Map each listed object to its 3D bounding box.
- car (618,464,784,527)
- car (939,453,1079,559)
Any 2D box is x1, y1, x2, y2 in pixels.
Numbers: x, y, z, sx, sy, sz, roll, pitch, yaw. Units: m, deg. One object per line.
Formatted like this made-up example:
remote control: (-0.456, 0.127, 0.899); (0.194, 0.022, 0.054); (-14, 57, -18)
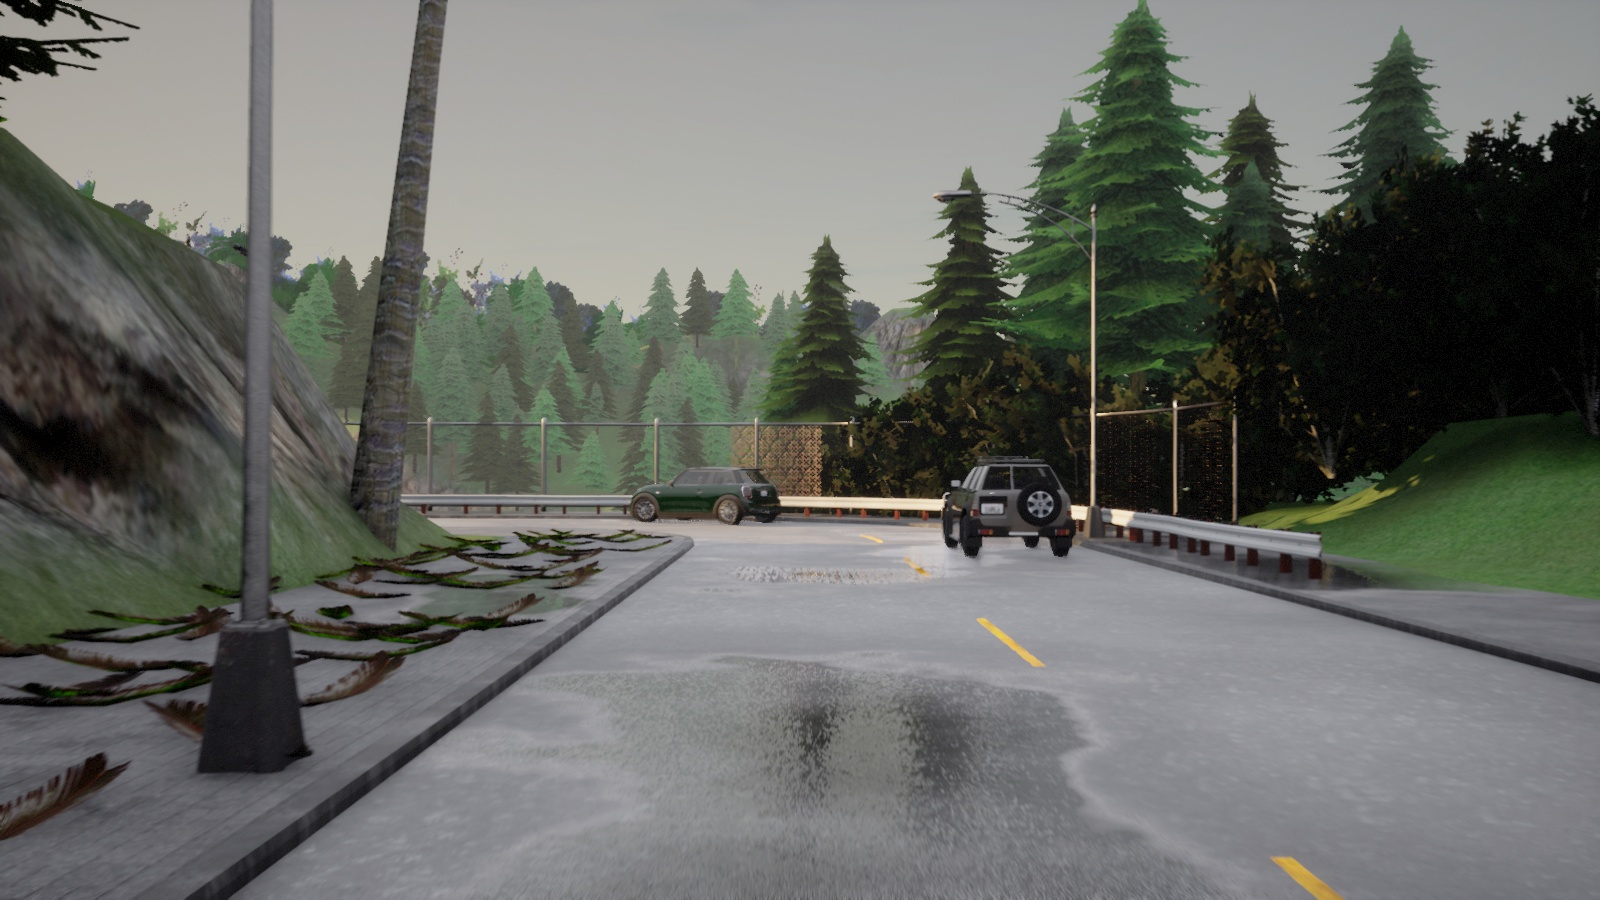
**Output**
car: (-2.958, 1.313, 37.431); (4.553, 1.767, 2.097); (-1, -1, 30)
car: (3.931, 1.024, 24.412); (1.932, 1.855, 4.605); (0, -1, 0)
